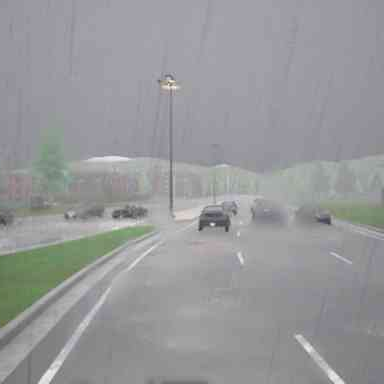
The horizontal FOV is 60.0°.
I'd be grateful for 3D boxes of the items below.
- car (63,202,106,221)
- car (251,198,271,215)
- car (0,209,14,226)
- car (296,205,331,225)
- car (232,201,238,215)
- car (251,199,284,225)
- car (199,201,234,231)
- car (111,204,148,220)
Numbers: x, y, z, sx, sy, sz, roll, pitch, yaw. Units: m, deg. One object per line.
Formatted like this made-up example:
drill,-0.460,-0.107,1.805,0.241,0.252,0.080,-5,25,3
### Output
car,-9.208,1.634,28.840,2.128,1.511,4.902,0,0,10
car,7.822,1.539,38.010,2.097,1.767,4.553,0,0,10
car,-14.043,1.674,22.228,1.994,1.385,4.181,0,0,12
car,9.268,1.691,25.639,1.994,1.385,4.181,0,0,9
car,3.993,1.727,36.423,2.033,1.411,5.357,0,0,10
car,5.672,1.477,25.295,2.097,1.767,4.553,0,0,9
car,1.558,1.613,21.710,1.837,1.490,4.892,0,0,8
car,-5.493,1.748,29.763,1.895,1.301,4.718,0,0,10
